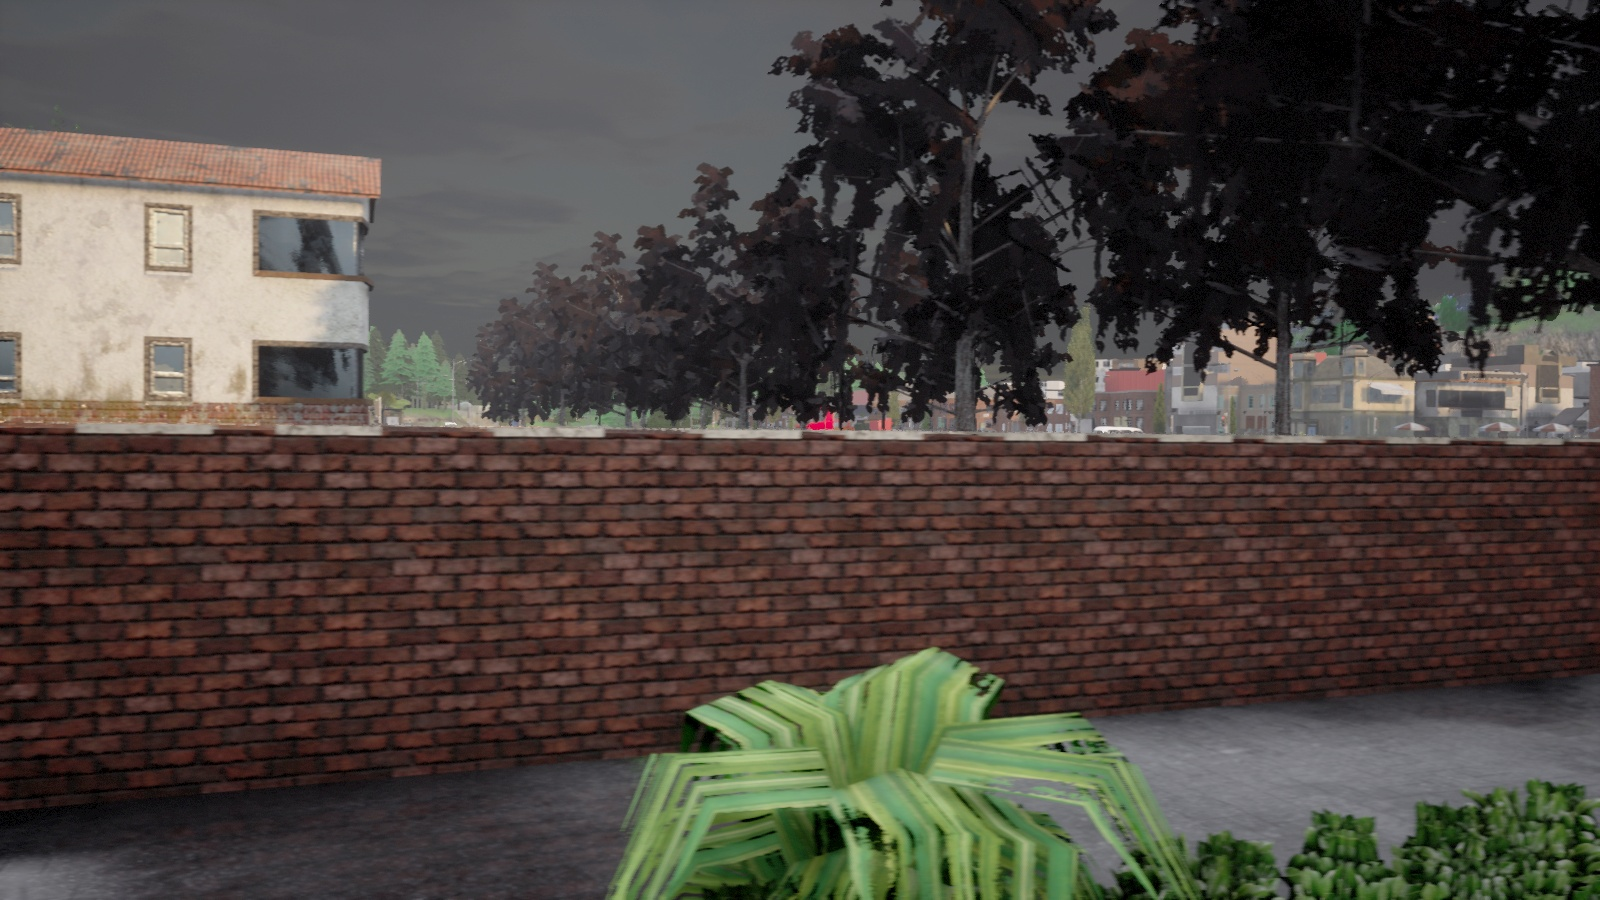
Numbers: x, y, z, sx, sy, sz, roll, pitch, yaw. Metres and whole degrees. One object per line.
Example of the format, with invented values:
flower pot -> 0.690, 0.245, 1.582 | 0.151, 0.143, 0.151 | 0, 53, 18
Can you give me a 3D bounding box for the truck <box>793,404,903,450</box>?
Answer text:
truck -> 3.728, -1.812, 97.551 | 7.936, 3.462, 2.891 | -1, 1, -19
